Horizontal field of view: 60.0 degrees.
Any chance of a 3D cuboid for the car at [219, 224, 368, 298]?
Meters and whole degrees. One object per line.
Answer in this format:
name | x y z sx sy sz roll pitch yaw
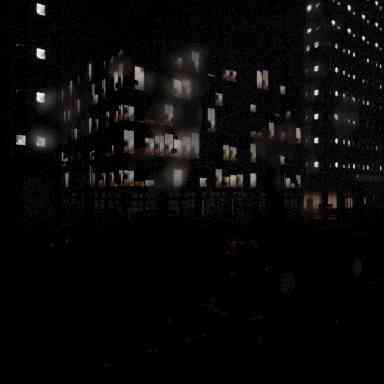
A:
car | 2.711 1.545 8.481 4.507 1.381 1.887 0 0 -35
